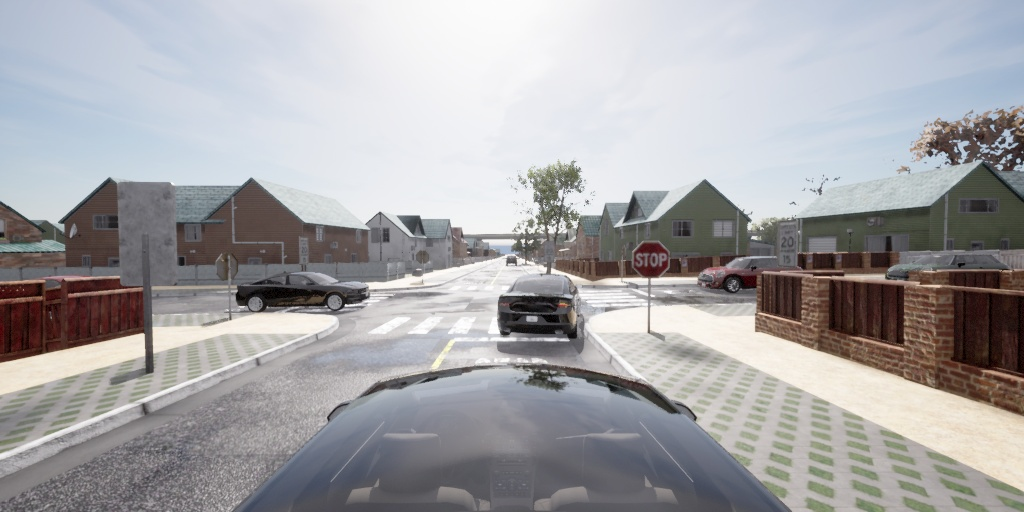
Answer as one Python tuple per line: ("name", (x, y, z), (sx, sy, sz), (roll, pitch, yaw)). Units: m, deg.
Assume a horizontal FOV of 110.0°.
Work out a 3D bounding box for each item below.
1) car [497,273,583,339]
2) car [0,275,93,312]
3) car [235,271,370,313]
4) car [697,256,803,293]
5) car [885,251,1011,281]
("car", (0.948, 1.224, 10.251), (1.882, 1.535, 5.008), (0, 0, 12))
("car", (-18.036, 1.546, 14.694), (5.008, 1.535, 1.882), (-1, 2, 0))
("car", (-8.483, 1.376, 14.767), (5.008, 1.535, 1.882), (-1, 2, 0))
("car", (11.788, 0.820, 17.872), (4.553, 1.767, 2.097), (-1, 2, 0))
("car", (21.683, 0.645, 17.955), (4.553, 1.767, 2.097), (-1, 2, 0))
